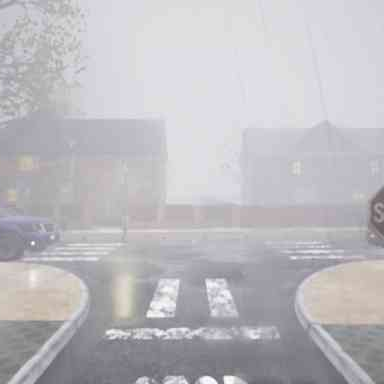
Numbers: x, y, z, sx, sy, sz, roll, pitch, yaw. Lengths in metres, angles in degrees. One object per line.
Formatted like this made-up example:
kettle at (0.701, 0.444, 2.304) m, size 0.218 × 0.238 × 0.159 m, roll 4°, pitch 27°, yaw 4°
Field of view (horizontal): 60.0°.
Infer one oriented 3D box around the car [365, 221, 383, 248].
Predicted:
car at (8.851, 1.370, 11.777) m, size 5.008 × 1.535 × 1.882 m, roll 0°, pitch -2°, yaw -1°

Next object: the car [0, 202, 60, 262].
car at (-7.649, 1.261, 11.686) m, size 5.566 × 2.045 × 2.150 m, roll -1°, pitch -1°, yaw 1°

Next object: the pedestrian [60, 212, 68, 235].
pedestrian at (-6.757, 1.298, 17.536) m, size 0.375 × 1.860 × 0.375 m, roll 0°, pitch -1°, yaw 1°
